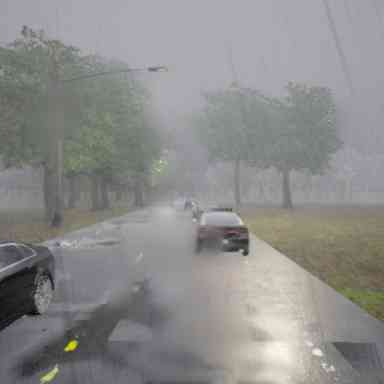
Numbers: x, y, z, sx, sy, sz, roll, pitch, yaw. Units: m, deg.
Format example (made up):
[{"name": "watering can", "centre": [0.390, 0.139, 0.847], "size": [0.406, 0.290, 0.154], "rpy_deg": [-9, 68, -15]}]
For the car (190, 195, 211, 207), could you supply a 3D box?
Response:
[{"name": "car", "centre": [1.051, 1.370, 29.207], "size": [2.097, 1.767, 4.553], "rpy_deg": [0, 0, 0]}]

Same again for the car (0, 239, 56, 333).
[{"name": "car", "centre": [-3.598, 1.490, 4.668], "size": [2.128, 1.511, 4.902], "rpy_deg": [0, 0, 0]}]

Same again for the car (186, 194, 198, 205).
[{"name": "car", "centre": [0.004, 1.506, 64.677], "size": [2.150, 2.045, 5.566], "rpy_deg": [0, -1, 0]}]

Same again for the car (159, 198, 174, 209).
[{"name": "car", "centre": [-3.577, 1.608, 47.194], "size": [2.128, 1.511, 4.902], "rpy_deg": [0, 0, 0]}]

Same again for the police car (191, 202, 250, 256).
[{"name": "police car", "centre": [1.051, 1.427, 13.343], "size": [1.930, 1.638, 5.238], "rpy_deg": [0, 0, 0]}]

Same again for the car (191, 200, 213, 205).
[{"name": "car", "centre": [1.052, 1.513, 23.234], "size": [1.837, 1.490, 4.892], "rpy_deg": [0, 0, 0]}]

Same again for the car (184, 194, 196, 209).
[{"name": "car", "centre": [0.015, 1.470, 47.497], "size": [2.097, 1.767, 4.553], "rpy_deg": [0, -1, 0]}]
